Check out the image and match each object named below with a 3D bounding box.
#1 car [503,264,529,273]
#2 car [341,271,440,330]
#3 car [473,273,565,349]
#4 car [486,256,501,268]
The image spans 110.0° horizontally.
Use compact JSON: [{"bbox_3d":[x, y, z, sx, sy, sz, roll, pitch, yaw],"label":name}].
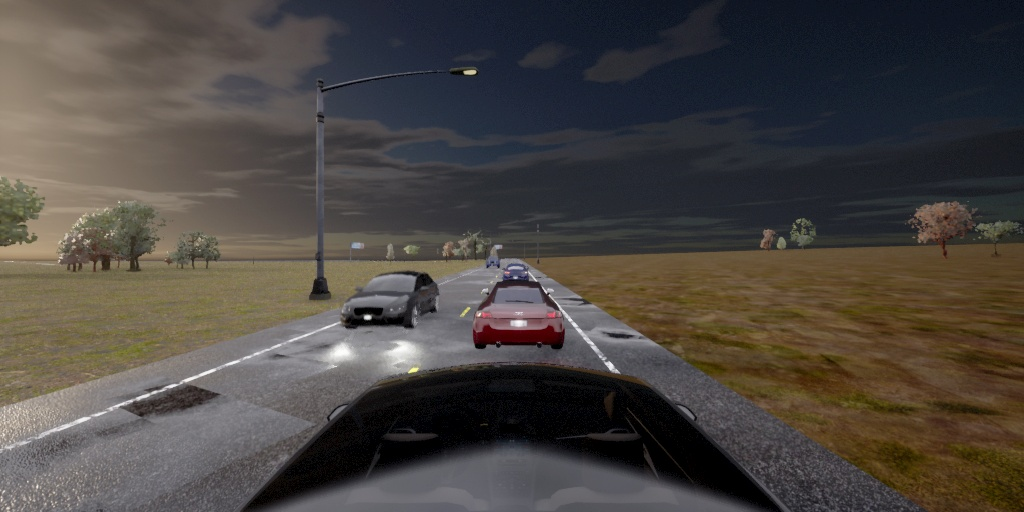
[{"bbox_3d":[0.292,1.281,26.460,1.812,1.442,4.674,0,0,1],"label":"car"},{"bbox_3d":[-3.526,1.257,11.241,1.837,1.490,4.892,0,0,0],"label":"car"},{"bbox_3d":[0.155,1.316,9.169,1.994,1.385,4.181,0,0,1],"label":"car"},{"bbox_3d":[-3.062,0.964,59.004,2.150,2.045,5.566,0,0,0],"label":"car"}]
